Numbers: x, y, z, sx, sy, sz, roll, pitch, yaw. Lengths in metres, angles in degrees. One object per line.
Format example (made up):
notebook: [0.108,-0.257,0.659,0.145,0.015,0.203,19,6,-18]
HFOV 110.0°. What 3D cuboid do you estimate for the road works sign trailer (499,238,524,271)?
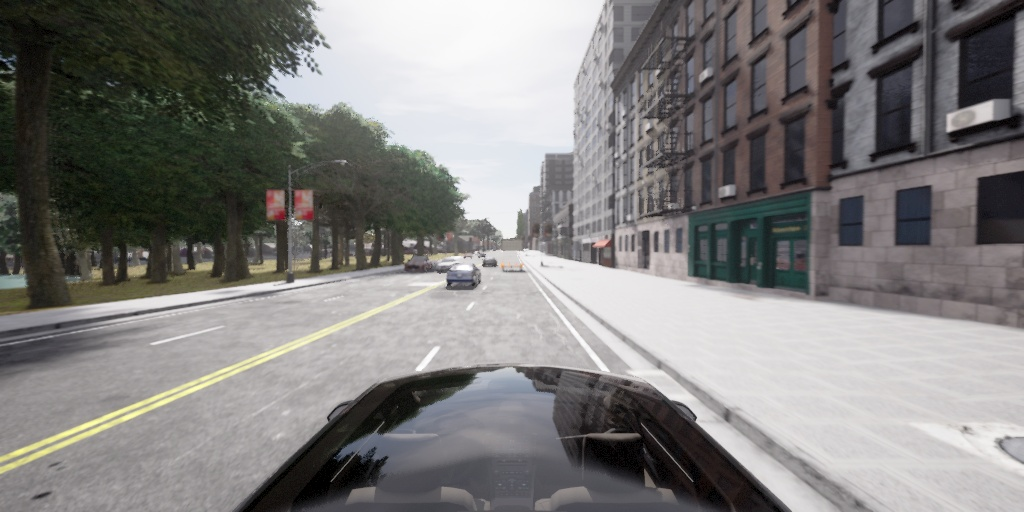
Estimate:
road works sign trailer: [0.005,-0.165,39.892,2.380,3.560,2.880,0,0,0]

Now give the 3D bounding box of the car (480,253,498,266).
car: [-3.143,0.728,51.762,1.994,1.385,4.181,0,1,0]

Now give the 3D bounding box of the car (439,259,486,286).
car: [-3.147,1.168,23.991,2.033,1.411,5.357,0,1,0]

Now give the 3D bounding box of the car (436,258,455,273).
car: [-6.585,0.941,37.314,1.812,1.442,4.674,0,1,0]

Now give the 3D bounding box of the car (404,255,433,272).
car: [-9.832,0.755,37.938,2.097,1.767,4.553,0,1,0]
